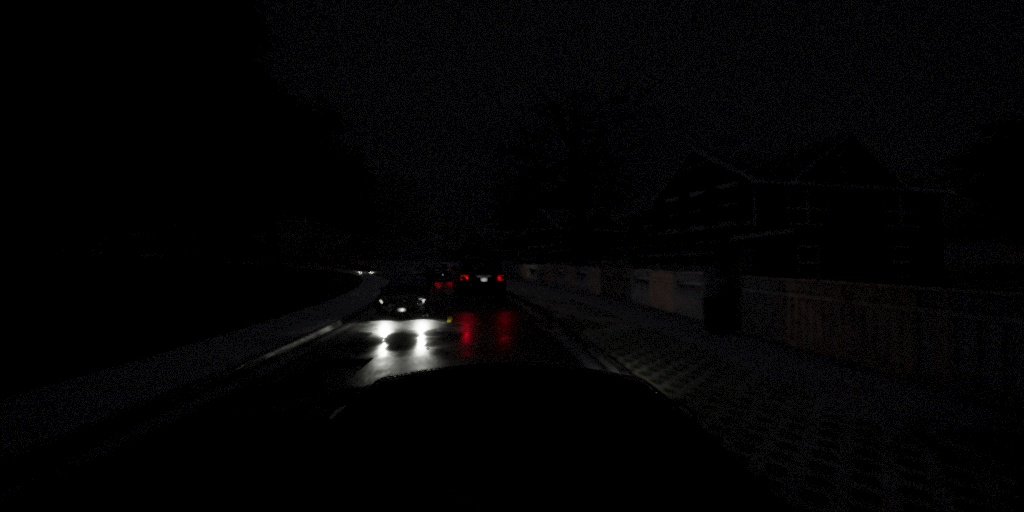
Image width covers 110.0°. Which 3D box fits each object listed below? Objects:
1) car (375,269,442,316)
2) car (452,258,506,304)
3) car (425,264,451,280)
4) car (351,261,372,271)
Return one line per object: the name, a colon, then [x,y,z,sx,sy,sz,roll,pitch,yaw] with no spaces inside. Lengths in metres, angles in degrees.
car: [-4.051,1.420,14.455,2.033,1.411,5.357,0,0,-9]
car: [-1.698,1.112,17.653,2.150,2.045,5.566,0,0,-11]
car: [-7.183,1.499,34.687,2.128,1.511,4.902,0,0,-23]
car: [-22.486,1.481,53.569,1.882,1.535,5.008,1,0,-40]
